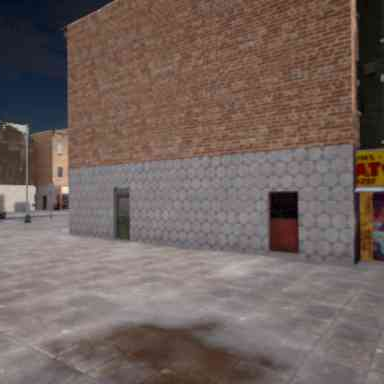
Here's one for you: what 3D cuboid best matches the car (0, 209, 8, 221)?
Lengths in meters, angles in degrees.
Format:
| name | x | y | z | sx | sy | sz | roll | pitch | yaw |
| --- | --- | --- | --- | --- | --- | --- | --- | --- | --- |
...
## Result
| name | x | y | z | sx | sy | sz | roll | pitch | yaw |
| --- | --- | --- | --- | --- | --- | --- | --- | --- | --- |
| car | -17.464 | 1.829 | 27.084 | 2.008 | 1.369 | 4.403 | -1 | 0 | 35 |
